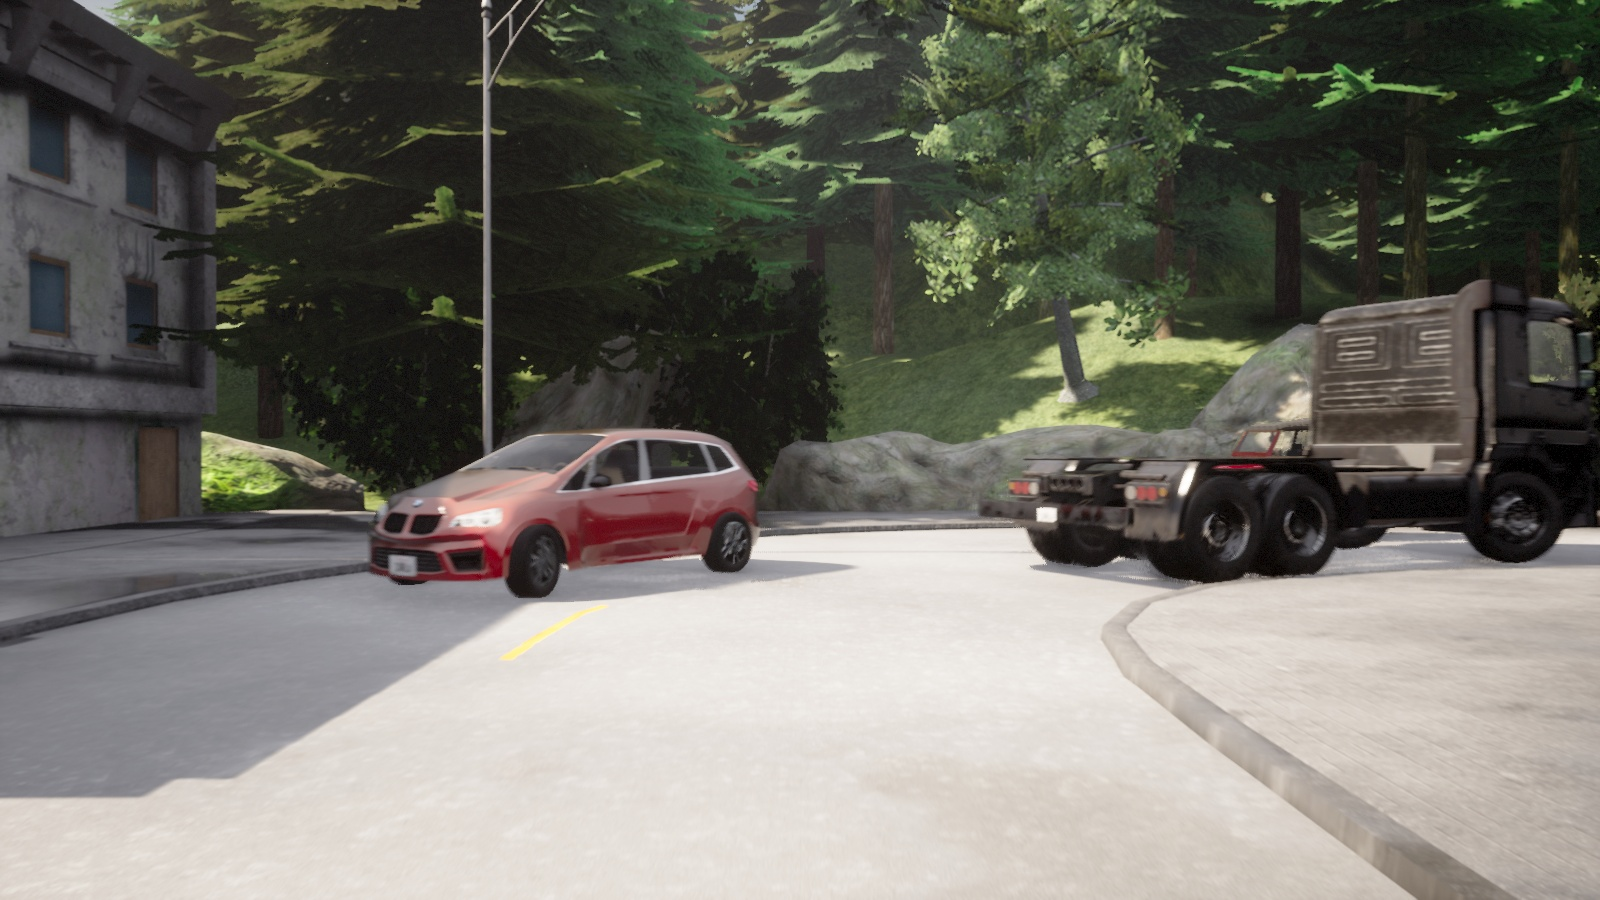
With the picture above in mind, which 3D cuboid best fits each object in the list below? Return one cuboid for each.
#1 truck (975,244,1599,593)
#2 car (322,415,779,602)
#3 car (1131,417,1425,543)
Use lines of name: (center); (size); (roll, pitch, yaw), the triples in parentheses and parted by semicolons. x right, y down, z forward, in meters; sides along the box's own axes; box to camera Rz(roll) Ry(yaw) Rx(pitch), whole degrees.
truck: (6.295, -0.317, 15.521); (7.936, 3.462, 2.891); (0, 0, -27)
car: (-2.505, 0.513, 13.736); (2.242, 1.667, 4.611); (0, 0, 36)
car: (7.416, 0.438, 19.736); (3.866, 1.878, 1.905); (0, 0, -4)
